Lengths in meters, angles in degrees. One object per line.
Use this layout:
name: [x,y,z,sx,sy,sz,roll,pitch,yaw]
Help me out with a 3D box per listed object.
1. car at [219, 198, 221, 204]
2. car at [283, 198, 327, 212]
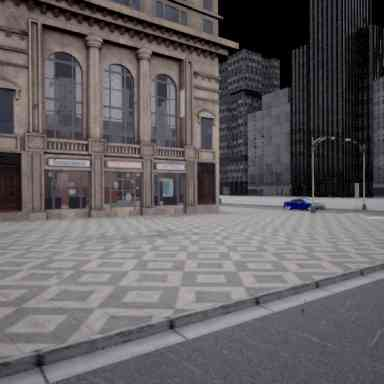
car: [2.940,1.314,56.711,1.882,1.535,5.008,-1,1,-34]
car: [12.487,1.405,36.991,1.882,1.535,5.008,-1,1,-34]
